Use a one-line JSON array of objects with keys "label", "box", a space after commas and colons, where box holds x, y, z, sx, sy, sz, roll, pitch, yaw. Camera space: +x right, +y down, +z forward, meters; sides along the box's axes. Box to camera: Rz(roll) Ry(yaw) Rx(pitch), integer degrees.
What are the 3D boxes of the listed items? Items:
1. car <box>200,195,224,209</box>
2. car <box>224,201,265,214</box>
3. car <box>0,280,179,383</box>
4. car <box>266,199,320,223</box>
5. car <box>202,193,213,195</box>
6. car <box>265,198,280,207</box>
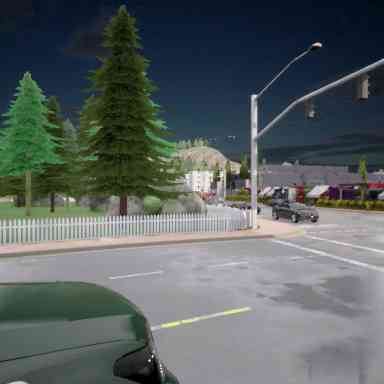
[{"label": "car", "box": [2.868, 1.547, 44.236, 2.128, 1.511, 4.902, 0, 0, -16]}, {"label": "car", "box": [5.483, 1.656, 35.250, 1.895, 1.301, 4.718, 0, 0, -16]}, {"label": "car", "box": [-2.744, 1.221, 1.679, 5.566, 2.045, 2.150, 0, 0, -36]}, {"label": "car", "box": [8.071, 1.560, 26.343, 1.837, 1.490, 4.892, 0, 0, -14]}, {"label": "car", "box": [2.985, 1.277, 69.612, 2.150, 2.045, 5.566, 0, 0, -16]}, {"label": "car", "box": [12.474, 1.619, 49.496, 1.994, 1.385, 4.181, 0, 0, -16]}]
